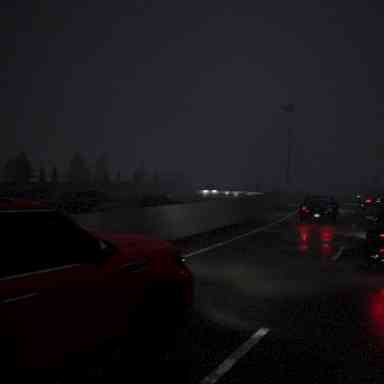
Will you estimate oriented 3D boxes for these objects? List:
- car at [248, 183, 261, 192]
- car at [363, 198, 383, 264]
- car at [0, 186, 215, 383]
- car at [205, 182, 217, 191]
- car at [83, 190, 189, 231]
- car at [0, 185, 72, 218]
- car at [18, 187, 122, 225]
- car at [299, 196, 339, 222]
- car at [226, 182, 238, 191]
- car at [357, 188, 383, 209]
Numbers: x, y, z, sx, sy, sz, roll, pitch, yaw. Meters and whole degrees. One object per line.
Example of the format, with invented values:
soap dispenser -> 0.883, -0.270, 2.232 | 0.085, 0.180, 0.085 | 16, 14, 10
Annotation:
car -> 10.049, -0.734, 53.814 | 2.033, 1.411, 5.357 | 2, 3, 7
car -> 6.230, 1.179, 9.737 | 1.837, 1.490, 4.892 | 3, 3, 31
car -> -2.264, 1.004, 3.205 | 2.150, 2.045, 5.566 | 3, 3, 37
car -> 3.272, -0.971, 56.742 | 1.895, 1.301, 4.718 | 2, 3, 5
car -> -2.414, 0.735, 15.952 | 2.033, 1.411, 5.357 | 3, 3, 30
car -> -9.239, 0.431, 18.226 | 1.837, 1.490, 4.892 | 3, 3, 31
car -> -5.945, 0.567, 16.929 | 1.837, 1.490, 4.892 | 3, 3, 30
car -> 7.518, 0.858, 19.373 | 1.895, 1.301, 4.718 | 3, 3, 26
car -> 6.623, -0.896, 55.151 | 1.812, 1.442, 4.674 | 2, 3, 6
car -> 14.435, 0.630, 26.550 | 2.033, 1.411, 5.357 | 2, 3, 21
